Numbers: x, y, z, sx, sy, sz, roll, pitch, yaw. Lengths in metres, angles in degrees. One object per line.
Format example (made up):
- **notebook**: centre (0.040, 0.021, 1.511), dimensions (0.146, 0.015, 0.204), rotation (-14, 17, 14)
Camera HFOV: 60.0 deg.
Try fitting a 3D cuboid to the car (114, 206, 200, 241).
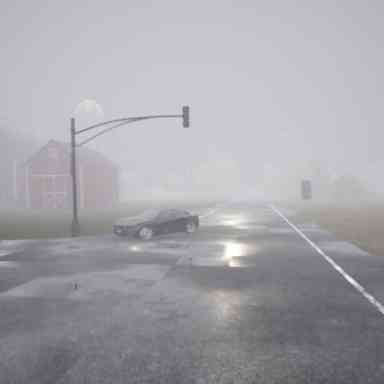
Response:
- **car**: centre (-1.694, 1.531, 17.263), dimensions (1.882, 1.535, 5.008), rotation (1, 2, 42)
